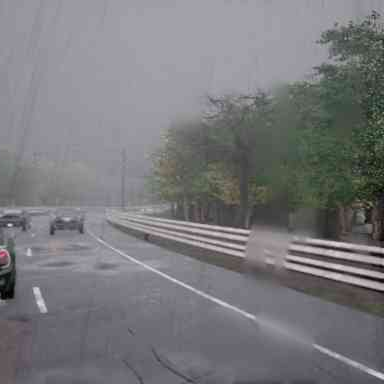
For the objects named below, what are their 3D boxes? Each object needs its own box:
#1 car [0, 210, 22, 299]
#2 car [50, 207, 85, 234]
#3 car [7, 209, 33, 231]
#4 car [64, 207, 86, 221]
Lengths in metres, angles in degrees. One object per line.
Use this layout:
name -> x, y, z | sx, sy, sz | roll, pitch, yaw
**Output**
car -> -5.650, 1.474, 8.384 | 2.097, 1.767, 4.553 | 2, -2, -29
car -> -8.892, 1.915, 23.530 | 2.097, 1.767, 4.553 | 2, -2, -22
car -> -13.030, 2.022, 24.535 | 1.837, 1.490, 4.892 | 2, -2, -21
car -> -14.273, 2.659, 40.798 | 1.882, 1.535, 5.008 | 2, -3, -13
